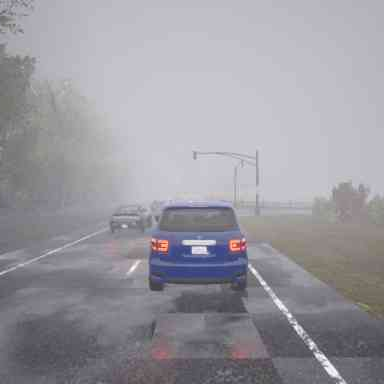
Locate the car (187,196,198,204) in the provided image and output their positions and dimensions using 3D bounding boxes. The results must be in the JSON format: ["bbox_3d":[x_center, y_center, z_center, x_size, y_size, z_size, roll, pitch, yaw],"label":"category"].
[{"bbox_3d":[0.125,1.552,64.515,2.033,1.411,5.357,0,0,0],"label":"car"}]

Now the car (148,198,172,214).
[{"bbox_3d":[-3.364,1.500,36.068,2.128,1.511,4.902,0,0,0],"label":"car"}]

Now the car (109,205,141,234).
[{"bbox_3d":[-3.379,1.494,19.096,2.128,1.511,4.902,0,0,0],"label":"car"}]

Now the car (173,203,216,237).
[{"bbox_3d":[0.122,1.496,19.001,2.128,1.511,4.902,0,0,0],"label":"car"}]

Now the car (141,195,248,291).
[{"bbox_3d":[0.114,1.224,9.138,2.150,2.045,5.566,0,0,-1],"label":"car"}]
